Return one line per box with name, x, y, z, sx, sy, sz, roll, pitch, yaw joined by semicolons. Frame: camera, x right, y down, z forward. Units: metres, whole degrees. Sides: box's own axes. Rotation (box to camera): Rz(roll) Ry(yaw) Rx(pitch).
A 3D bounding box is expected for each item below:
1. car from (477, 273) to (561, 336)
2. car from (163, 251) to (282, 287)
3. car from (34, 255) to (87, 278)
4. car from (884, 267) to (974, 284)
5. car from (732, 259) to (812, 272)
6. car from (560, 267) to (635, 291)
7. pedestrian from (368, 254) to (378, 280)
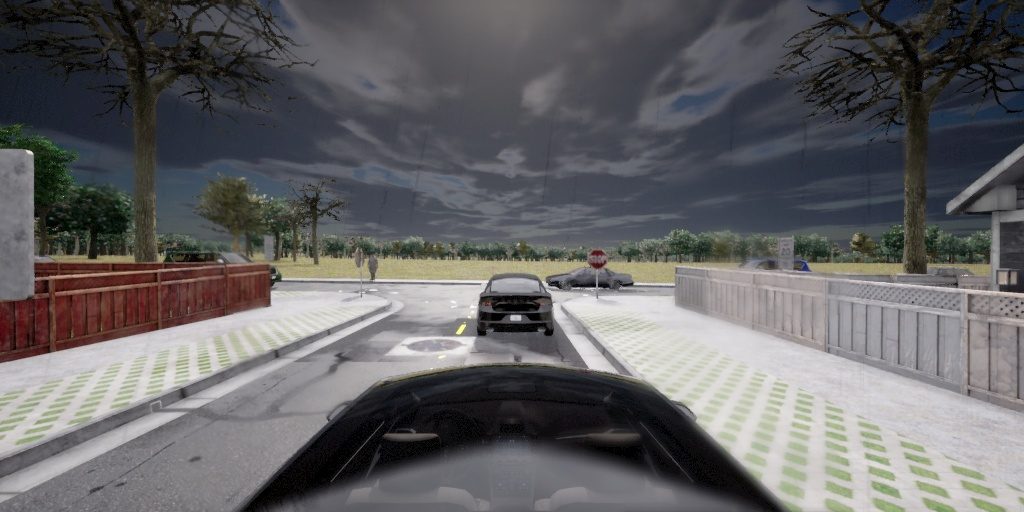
car;0.080;1.226;10.463;1.882;1.535;5.008;0;0;0
car;-15.559;0.764;19.239;5.566;2.045;2.150;1;0;0
car;-25.755;0.736;19.155;4.553;1.767;2.097;1;0;-1
car;26.378;1.484;22.564;4.553;1.767;2.097;1;0;0
car;15.637;1.204;22.477;5.566;2.045;2.150;1;0;-1
car;4.733;1.375;22.176;5.357;1.411;2.033;1;0;-6
pedestrian;-9.750;0.748;25.152;0.375;1.860;0.375;0;-1;-1
